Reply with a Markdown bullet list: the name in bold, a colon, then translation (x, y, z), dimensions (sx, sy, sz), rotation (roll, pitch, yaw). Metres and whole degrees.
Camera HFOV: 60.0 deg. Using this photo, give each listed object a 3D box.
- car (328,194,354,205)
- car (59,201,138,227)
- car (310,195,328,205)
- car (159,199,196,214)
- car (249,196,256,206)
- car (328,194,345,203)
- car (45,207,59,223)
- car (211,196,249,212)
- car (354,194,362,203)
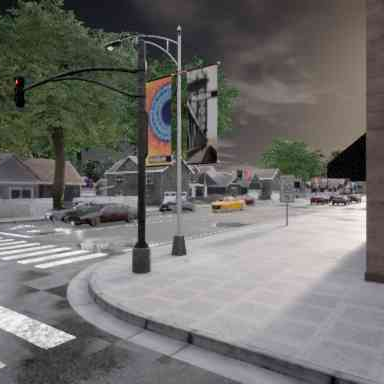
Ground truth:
- **car**: translation (22.324, 1.203, 49.727), dimensions (1.837, 1.490, 4.892), rotation (0, 0, 36)
- **car**: translation (-5.666, 1.449, 22.130), dimensions (2.033, 1.411, 5.357), rotation (0, 0, 34)
- **car**: translation (20.071, 1.171, 52.164), dimensions (1.882, 1.535, 5.008), rotation (0, 0, 36)
- **car**: translation (-1.446, 1.398, 33.597), dimensions (1.994, 1.385, 4.181), rotation (0, 0, 36)
- **car**: translation (6.959, 1.235, 45.298), dimensions (1.882, 1.535, 5.008), rotation (0, 0, 36)
- **car**: translation (26.708, 1.146, 61.444), dimensions (1.837, 1.490, 4.892), rotation (0, 0, 36)
- **car**: translation (-8.175, 1.391, 24.186), dimensions (2.128, 1.511, 4.902), rotation (0, 0, 36)
- **car**: translation (3.880, 1.288, 35.452), dimensions (1.882, 1.535, 5.008), rotation (0, 0, 36)
- **car**: translation (28.319, 1.155, 58.114), dimensions (1.837, 1.490, 4.892), rotation (0, 0, 36)
